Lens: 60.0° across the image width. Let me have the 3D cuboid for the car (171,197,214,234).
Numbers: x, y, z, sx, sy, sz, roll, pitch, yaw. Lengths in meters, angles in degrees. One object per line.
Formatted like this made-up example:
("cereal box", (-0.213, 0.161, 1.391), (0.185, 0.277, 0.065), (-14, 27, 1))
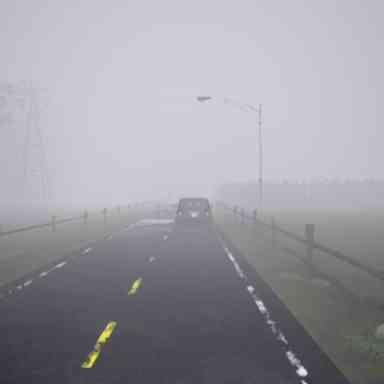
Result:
("car", (0.107, 1.308, 19.846), (2.150, 2.045, 5.566), (0, 0, 0))

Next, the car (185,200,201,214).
("car", (0.112, 1.703, 38.998), (1.812, 1.442, 4.674), (0, 0, 0))

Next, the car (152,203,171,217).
("car", (-2.742, 1.747, 32.663), (1.895, 1.301, 4.718), (0, 0, 0))
